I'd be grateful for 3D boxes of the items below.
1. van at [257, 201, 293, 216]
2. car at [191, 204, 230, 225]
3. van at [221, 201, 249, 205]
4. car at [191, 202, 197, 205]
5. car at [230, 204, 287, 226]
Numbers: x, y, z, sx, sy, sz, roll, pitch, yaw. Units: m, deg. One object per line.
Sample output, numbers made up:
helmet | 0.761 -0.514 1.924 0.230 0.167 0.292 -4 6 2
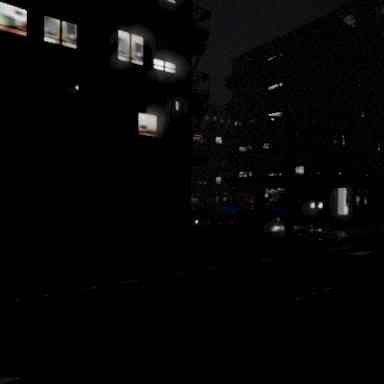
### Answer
van | 8.090 1.800 33.234 1.690 1.788 3.998 -1 0 -36
car | 1.345 2.008 28.321 1.802 1.307 4.206 -1 0 -36
van | 4.777 1.873 37.752 1.690 1.788 3.998 -1 0 -36
car | -0.100 1.866 34.634 2.097 1.767 4.553 0 -1 -36
car | 5.453 1.955 27.071 1.994 1.385 4.181 0 -1 -36
